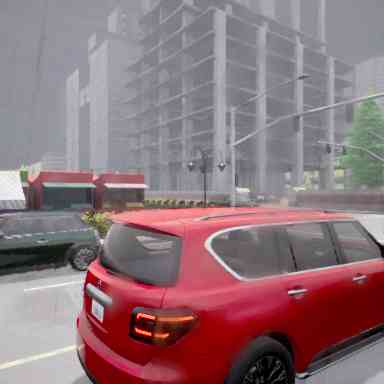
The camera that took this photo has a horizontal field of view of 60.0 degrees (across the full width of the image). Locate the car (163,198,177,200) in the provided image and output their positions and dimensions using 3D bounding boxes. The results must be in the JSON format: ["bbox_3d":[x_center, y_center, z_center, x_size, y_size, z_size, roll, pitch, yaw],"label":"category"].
[{"bbox_3d":[-2.445,1.422,37.366,1.882,1.535,5.008,0,0,-36],"label":"car"}]

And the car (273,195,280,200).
[{"bbox_3d":[14.053,1.114,59.946,1.905,1.878,3.866,0,0,-36],"label":"car"}]

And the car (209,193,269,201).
[{"bbox_3d":[3.617,1.166,29.021,2.150,2.045,5.566,0,0,-36],"label":"car"}]

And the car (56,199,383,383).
[{"bbox_3d":[1.292,1.221,4.713,5.566,2.045,2.150,0,0,-35],"label":"car"}]

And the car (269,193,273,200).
[{"bbox_3d":[11.664,1.114,58.231,1.905,1.878,3.866,0,0,-36],"label":"car"}]

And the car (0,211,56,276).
[{"bbox_3d":[-4.873,1.352,9.115,4.553,1.767,2.097,0,0,-36],"label":"car"}]
